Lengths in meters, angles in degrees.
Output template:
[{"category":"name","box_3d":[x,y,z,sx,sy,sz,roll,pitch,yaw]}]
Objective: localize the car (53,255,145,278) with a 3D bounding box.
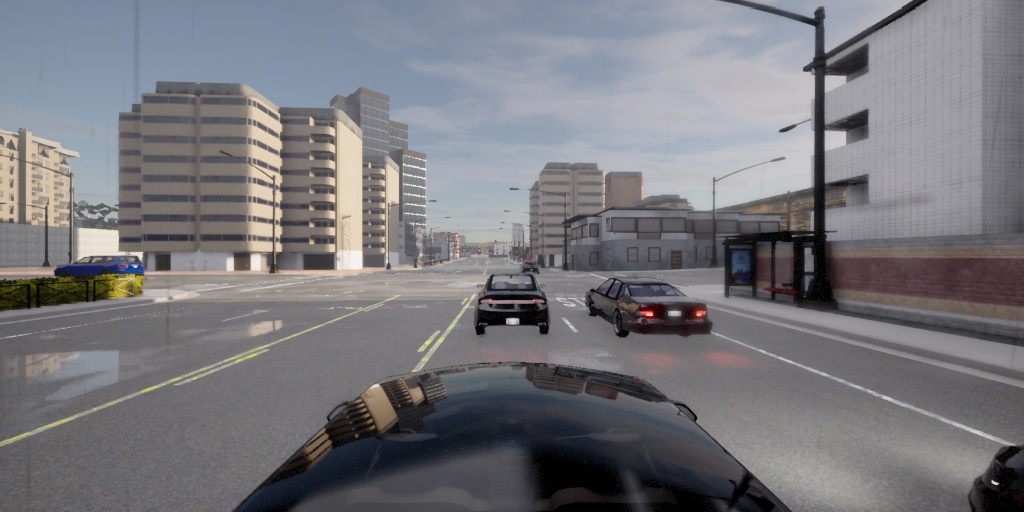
[{"category":"car","box_3d":[-33.490,0.971,29.215,5.566,2.045,2.150,0,0,-3]}]

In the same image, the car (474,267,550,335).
[{"category":"car","box_3d":[-0.021,1.242,10.412,2.128,1.511,4.902,0,0,-1]}]

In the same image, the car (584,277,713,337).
[{"category":"car","box_3d":[3.487,1.297,10.291,2.033,1.411,5.357,0,0,-1]}]

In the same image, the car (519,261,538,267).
[{"category":"car","box_3d":[2.004,1.318,42.375,1.837,1.490,4.892,0,-1,-4]}]
